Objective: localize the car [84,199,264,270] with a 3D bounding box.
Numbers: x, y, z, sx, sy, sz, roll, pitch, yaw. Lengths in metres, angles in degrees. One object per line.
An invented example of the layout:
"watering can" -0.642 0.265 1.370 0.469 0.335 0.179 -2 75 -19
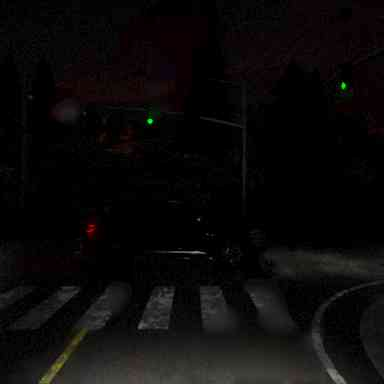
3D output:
"car" -0.572 1.262 10.669 5.566 2.045 2.150 0 0 1
